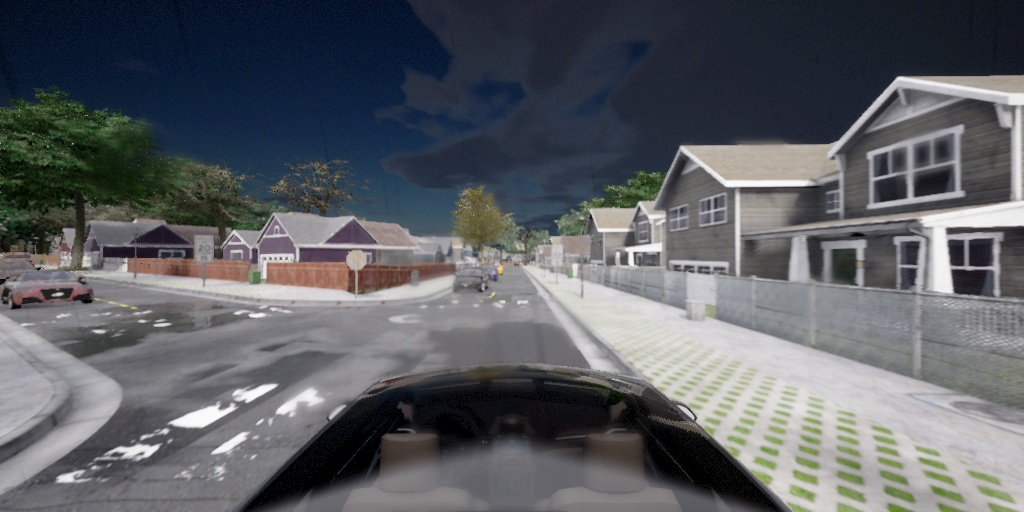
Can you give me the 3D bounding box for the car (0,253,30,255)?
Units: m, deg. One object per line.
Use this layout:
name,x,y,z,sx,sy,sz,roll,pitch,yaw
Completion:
car,-51.290,0.718,36.957,5.566,2.045,2.150,0,0,30

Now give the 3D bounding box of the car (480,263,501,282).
car,-2.395,1.493,33.830,2.097,1.767,4.553,0,-1,1

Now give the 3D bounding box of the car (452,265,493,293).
car,-2.585,1.515,23.374,1.837,1.490,4.892,0,-1,3

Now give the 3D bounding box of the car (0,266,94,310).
car,-18.990,1.274,14.648,4.181,1.385,1.994,0,0,31

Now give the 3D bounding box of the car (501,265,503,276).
car,-2.189,1.814,48.492,1.882,1.535,5.008,0,0,1

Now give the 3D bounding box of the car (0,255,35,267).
car,-27.709,1.016,19.750,4.553,1.767,2.097,0,0,30
